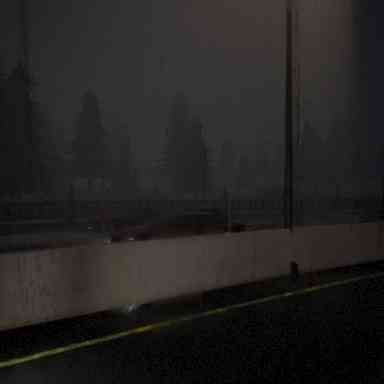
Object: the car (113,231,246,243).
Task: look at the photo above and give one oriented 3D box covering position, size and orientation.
[{"bbox_3d":[-0.379,1.441,11.812,5.008,1.535,1.882,0,0,-31],"label":"car"}]
